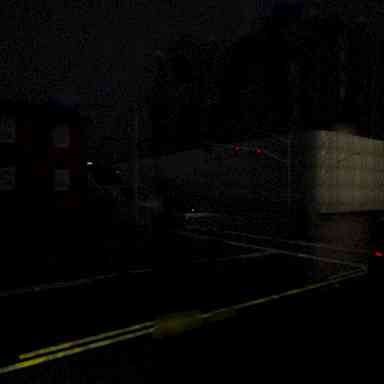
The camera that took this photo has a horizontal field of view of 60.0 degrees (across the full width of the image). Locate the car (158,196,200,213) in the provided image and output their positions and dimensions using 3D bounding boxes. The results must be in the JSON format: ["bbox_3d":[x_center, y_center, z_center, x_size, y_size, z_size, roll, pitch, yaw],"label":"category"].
[{"bbox_3d":[-1.432,1.144,33.787,2.033,1.411,5.357,0,5,-36],"label":"car"}]

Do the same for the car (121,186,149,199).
[{"bbox_3d":[-7.194,-0.038,41.824,1.895,1.301,4.718,0,9,-36],"label":"car"}]

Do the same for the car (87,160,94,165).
[{"bbox_3d":[-21.517,-5.831,67.951,1.812,1.442,4.674,0,5,-36],"label":"car"}]

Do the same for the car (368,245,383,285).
[{"bbox_3d":[6.243,1.586,8.380,4.181,1.385,1.994,0,0,-38],"label":"car"}]

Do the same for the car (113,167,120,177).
[{"bbox_3d":[-14.034,-3.631,57.692,2.128,1.511,4.902,0,12,-36],"label":"car"}]
